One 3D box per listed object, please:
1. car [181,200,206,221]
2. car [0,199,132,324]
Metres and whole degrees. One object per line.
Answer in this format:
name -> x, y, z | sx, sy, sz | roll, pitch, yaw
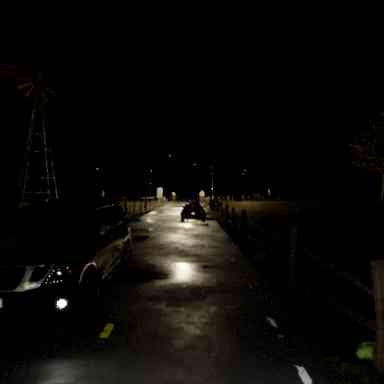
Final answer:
car -> 0.093, 1.591, 27.055 | 1.994, 1.385, 4.181 | 0, 0, 0
car -> -2.839, 1.226, 7.551 | 2.150, 2.045, 5.566 | 0, 0, 1
